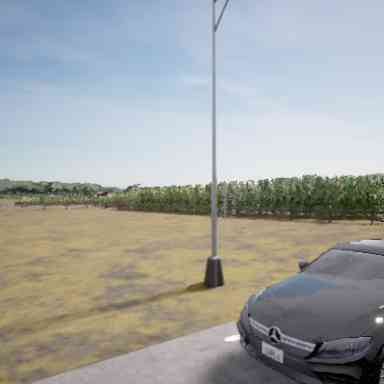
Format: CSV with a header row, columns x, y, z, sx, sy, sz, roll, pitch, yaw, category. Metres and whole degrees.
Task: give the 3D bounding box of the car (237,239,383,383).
x,y,z,sx,sy,sz,roll,pitch,yaw,category
2.793,1.516,5.039,4.674,1.442,1.812,0,0,-35,car
